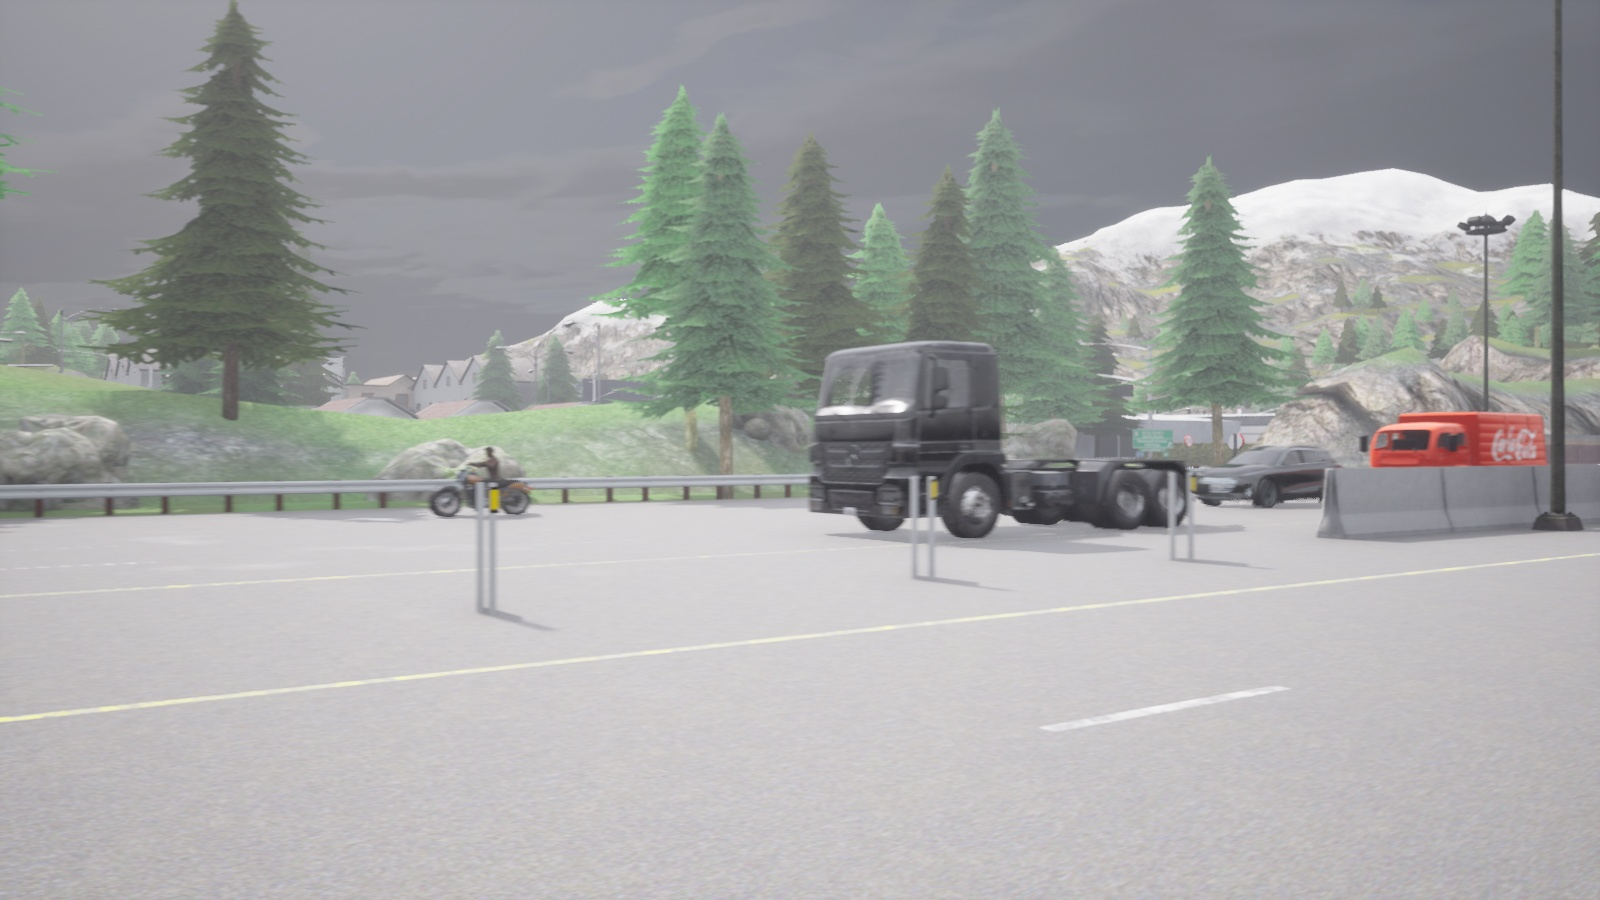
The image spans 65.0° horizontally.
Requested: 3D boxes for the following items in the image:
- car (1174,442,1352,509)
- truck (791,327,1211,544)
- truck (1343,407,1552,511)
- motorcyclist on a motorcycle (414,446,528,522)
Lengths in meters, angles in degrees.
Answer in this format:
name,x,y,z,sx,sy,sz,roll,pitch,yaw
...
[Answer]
name,x,y,z,sx,sy,sz,roll,pitch,yaw
car,12.445,0.627,33.645,4.856,1.649,2.033,-1,0,-35
truck,3.937,-0.246,23.453,7.936,3.462,2.891,0,0,-35
truck,16.703,0.185,32.342,5.204,2.467,2.627,-1,0,-35
motorcyclist on a motorcycle,-7.411,0.745,28.353,2.350,1.649,0.766,0,0,-35
